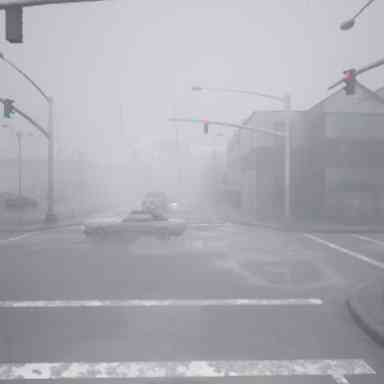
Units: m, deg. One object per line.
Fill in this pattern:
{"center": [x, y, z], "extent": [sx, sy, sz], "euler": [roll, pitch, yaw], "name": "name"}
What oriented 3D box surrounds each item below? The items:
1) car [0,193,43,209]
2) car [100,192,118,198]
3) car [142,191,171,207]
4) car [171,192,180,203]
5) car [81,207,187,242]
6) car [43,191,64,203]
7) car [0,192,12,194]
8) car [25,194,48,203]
{"center": [-18.907, 1.168, 37.089], "extent": [2.007, 1.523, 4.514], "euler": [0, 0, 0], "name": "car"}
{"center": [-22.135, 0.902, 88.961], "extent": [4.611, 1.667, 2.242], "euler": [0, 0, 0], "name": "car"}
{"center": [-3.586, 0.931, 32.948], "extent": [2.150, 2.045, 5.566], "euler": [0, 1, 0], "name": "car"}
{"center": [-3.511, 1.125, 54.902], "extent": [1.895, 1.301, 4.718], "euler": [0, 0, 1], "name": "car"}
{"center": [-2.619, 1.541, 15.581], "extent": [4.718, 1.301, 1.895], "euler": [0, 1, 0], "name": "car"}
{"center": [-22.603, 0.792, 54.957], "extent": [1.905, 1.878, 3.866], "euler": [0, 0, 0], "name": "car"}
{"center": [-25.872, 0.881, 47.082], "extent": [1.932, 1.855, 4.605], "euler": [0, 0, 0], "name": "car"}
{"center": [-25.929, 1.071, 55.563], "extent": [1.970, 1.475, 3.806], "euler": [0, 0, 0], "name": "car"}
